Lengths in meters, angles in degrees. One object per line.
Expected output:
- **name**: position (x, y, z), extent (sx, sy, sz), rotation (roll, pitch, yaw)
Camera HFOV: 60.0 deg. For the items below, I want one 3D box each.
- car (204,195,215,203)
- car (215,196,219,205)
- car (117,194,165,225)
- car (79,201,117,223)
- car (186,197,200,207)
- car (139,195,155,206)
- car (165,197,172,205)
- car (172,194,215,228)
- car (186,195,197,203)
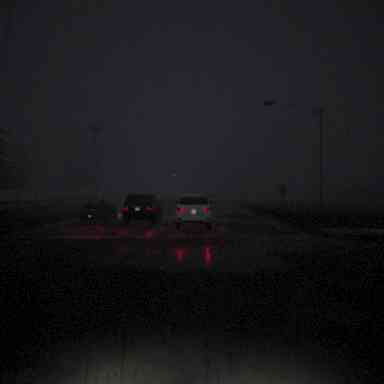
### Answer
- **car**: position (3.493, 1.365, 67.197), extent (2.033, 1.411, 5.357), rotation (0, 0, 0)
- **car**: position (3.494, 1.349, 56.777), extent (1.837, 1.490, 4.892), rotation (0, 0, 0)
- **car**: position (-3.403, 1.157, 23.433), extent (2.150, 2.045, 5.566), rotation (0, 0, 0)
- **car**: position (-6.903, 1.423, 24.892), extent (2.128, 1.511, 4.902), rotation (0, 0, 0)
- **car**: position (0.094, 1.468, 48.349), extent (1.895, 1.301, 4.718), rotation (0, 0, 0)
- **car**: position (-6.906, 1.337, 51.383), extent (1.882, 1.535, 5.008), rotation (0, 0, 0)
- **car**: position (-3.407, 1.426, 50.379), extent (1.994, 1.385, 4.181), rotation (0, 0, 0)
- **car**: position (0.096, 1.162, 21.527), extent (2.150, 2.045, 5.566), rotation (0, 0, 0)
- **car**: position (-0.007, 1.311, 67.194), extent (2.128, 1.511, 4.902), rotation (0, 0, 0)
